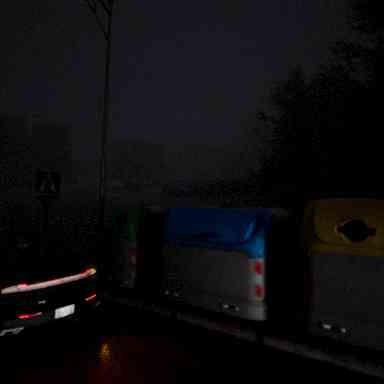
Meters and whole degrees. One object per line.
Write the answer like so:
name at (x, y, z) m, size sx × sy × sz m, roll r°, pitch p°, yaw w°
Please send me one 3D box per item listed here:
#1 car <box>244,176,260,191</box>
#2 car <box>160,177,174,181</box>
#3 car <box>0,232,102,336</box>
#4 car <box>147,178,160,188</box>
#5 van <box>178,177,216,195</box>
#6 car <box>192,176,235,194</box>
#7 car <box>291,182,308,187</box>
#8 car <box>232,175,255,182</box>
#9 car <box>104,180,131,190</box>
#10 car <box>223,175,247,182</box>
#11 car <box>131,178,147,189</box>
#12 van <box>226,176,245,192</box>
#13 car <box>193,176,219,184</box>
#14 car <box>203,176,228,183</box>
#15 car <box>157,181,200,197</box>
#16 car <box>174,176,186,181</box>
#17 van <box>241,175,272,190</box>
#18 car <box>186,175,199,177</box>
car at (7.815, -1.066, 52.745) m, size 4.553 × 1.767 × 2.185 m, roll 4°, pitch 7°, yaw 34°
car at (-6.558, -1.794, 63.581) m, size 4.792 × 1.488 × 2.163 m, roll 2°, pitch 6°, yaw 32°
car at (-3.767, 1.505, 6.238) m, size 4.902 × 1.511 × 2.128 m, roll 0°, pitch 0°, yaw 37°
car at (-8.844, -1.765, 61.739) m, size 4.553 × 1.767 × 2.185 m, roll 2°, pitch 6°, yaw 32°
van at (0.638, -0.620, 47.415) m, size 4.442 × 1.987 × 1.878 m, roll 4°, pitch 7°, yaw 34°
car at (2.946, -0.832, 49.233) m, size 5.566 × 2.045 × 2.435 m, roll 4°, pitch 7°, yaw 34°
car at (17.583, -1.630, 59.768) m, size 4.792 × 1.488 × 2.163 m, roll 4°, pitch 7°, yaw 33°
car at (12.120, -3.265, 77.826) m, size 4.892 × 1.521 × 2.231 m, roll 2°, pitch 6°, yaw 33°
car at (-13.530, -1.237, 58.177) m, size 4.674 × 1.452 × 2.002 m, roll 2°, pitch 5°, yaw 32°
car at (9.780, -3.087, 76.063) m, size 5.008 × 1.535 × 2.097 m, roll 2°, pitch 5°, yaw 33°
car at (-11.172, -1.429, 59.960) m, size 4.792 × 1.488 × 2.163 m, roll 2°, pitch 5°, yaw 32°
van at (5.306, -0.991, 51.030) m, size 4.442 × 1.987 × 1.878 m, roll 4°, pitch 7°, yaw 34°
car at (2.952, -2.545, 70.624) m, size 5.366 × 1.575 × 1.946 m, roll 2°, pitch 5°, yaw 33°
car at (5.118, -2.727, 72.510) m, size 5.008 × 1.535 × 2.097 m, roll 2°, pitch 5°, yaw 33°
car at (-1.895, -0.224, 45.761) m, size 5.008 × 1.535 × 2.097 m, roll 4°, pitch 7°, yaw 34°
car at (-4.177, -2.128, 65.331) m, size 4.553 × 1.767 × 2.185 m, roll 2°, pitch 6°, yaw 32°
van at (10.373, -1.337, 54.405) m, size 4.442 × 1.987 × 1.878 m, roll 4°, pitch 7°, yaw 34°
car at (-1.868, -2.186, 67.160) m, size 5.008 × 1.535 × 2.097 m, roll 2°, pitch 5°, yaw 32°
